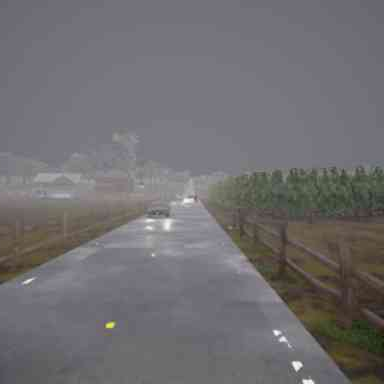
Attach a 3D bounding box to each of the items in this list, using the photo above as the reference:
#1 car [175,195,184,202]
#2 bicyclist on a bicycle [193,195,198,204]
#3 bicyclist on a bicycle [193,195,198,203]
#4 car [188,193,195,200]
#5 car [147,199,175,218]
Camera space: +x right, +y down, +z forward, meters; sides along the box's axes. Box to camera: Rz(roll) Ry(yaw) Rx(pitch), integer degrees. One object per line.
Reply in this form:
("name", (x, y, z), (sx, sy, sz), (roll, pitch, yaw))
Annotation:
("car", (-2.779, 1.371, 71.470), (1.812, 1.442, 4.674), (0, 0, 0))
("bicyclist on a bicycle", (0.732, 1.319, 58.814), (0.659, 1.776, 1.843), (0, 1, 0))
("bicyclist on a bicycle", (0.723, 1.341, 67.817), (0.866, 1.612, 1.509), (0, 0, 0))
("car", (-0.035, 1.233, 85.531), (2.128, 1.511, 4.902), (0, 0, 0))
("car", (-2.859, 1.512, 29.921), (1.837, 1.490, 4.892), (0, 0, 0))
